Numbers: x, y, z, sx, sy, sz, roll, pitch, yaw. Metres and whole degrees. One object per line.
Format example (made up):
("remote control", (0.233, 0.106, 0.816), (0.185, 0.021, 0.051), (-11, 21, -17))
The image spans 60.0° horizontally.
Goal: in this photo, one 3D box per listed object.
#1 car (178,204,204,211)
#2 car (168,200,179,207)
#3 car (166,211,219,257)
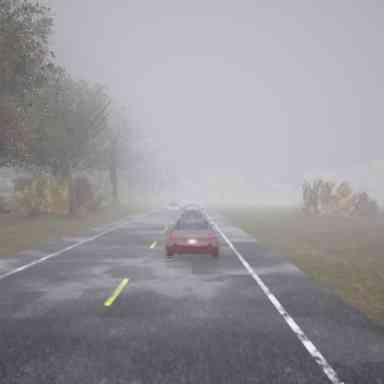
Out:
("car", (0.032, 1.807, 28.893), (1.812, 1.442, 4.674), (0, 0, 1))
("car", (-3.513, 2.173, 64.539), (1.994, 1.385, 4.181), (0, -1, 1))
("car", (0.027, 1.698, 13.517), (1.994, 1.385, 4.181), (0, 0, 0))
